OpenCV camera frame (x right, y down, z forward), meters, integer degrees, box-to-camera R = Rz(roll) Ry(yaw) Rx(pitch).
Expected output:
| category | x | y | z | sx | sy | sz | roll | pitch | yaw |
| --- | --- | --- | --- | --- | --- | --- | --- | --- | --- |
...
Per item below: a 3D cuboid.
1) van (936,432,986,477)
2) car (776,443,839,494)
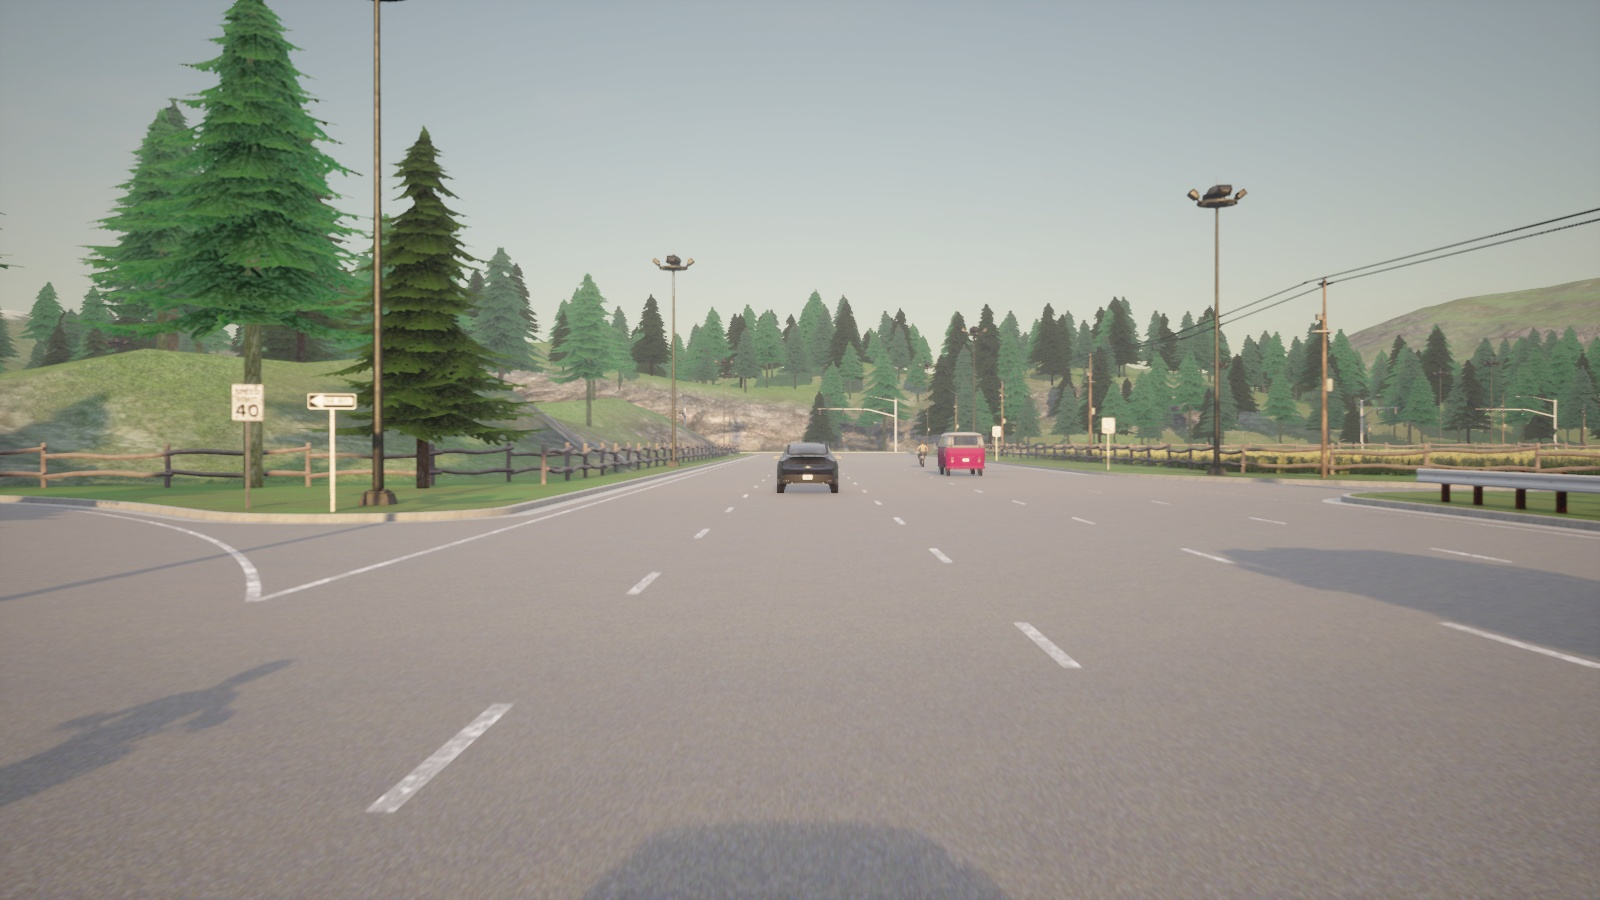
| category | x | y | z | sx | sy | sz | roll | pitch | yaw |
| --- | --- | --- | --- | --- | --- | --- | --- | --- | --- |
| van | 7.341 | 0.181 | 57.568 | 1.775 | 1.987 | 4.442 | 0 | 0 | 0 |
| car | 0.235 | 0.532 | 38.905 | 1.837 | 1.490 | 4.892 | 0 | 0 | 0 |
